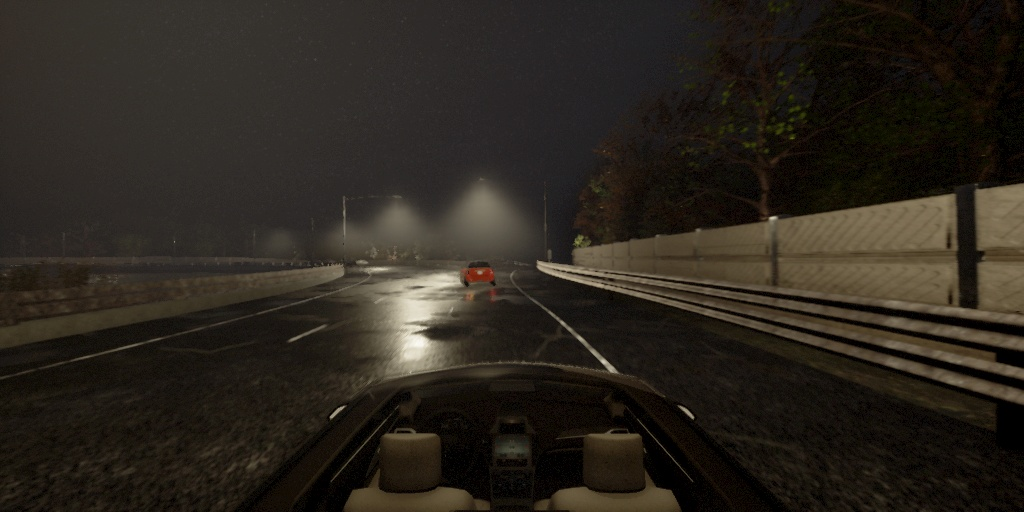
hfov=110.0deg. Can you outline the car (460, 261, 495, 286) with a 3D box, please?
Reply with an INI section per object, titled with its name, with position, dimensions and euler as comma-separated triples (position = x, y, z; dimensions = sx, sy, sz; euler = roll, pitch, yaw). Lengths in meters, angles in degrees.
[car]
position = -2.576, 1.132, 25.973
dimensions = 2.097, 1.767, 4.553
euler = -1, 0, -12
